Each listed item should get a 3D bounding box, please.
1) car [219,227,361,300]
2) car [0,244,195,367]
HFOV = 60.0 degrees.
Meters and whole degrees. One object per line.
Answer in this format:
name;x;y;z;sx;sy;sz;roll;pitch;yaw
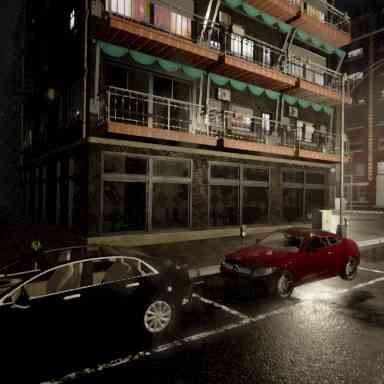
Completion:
car;2.615;1.585;8.375;4.206;1.307;1.802;0;1;-36
car;-2.011;1.551;5.068;4.403;1.369;2.008;0;1;-36
